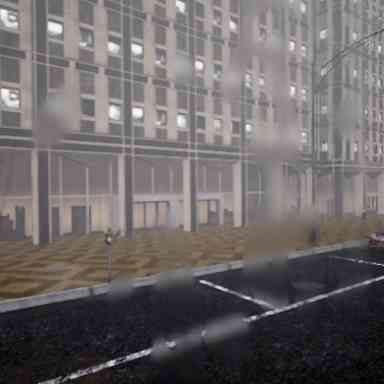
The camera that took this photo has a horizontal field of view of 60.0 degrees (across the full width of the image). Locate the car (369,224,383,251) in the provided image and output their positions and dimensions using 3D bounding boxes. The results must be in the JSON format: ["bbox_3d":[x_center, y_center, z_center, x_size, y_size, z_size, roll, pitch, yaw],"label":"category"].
[{"bbox_3d":[8.393,1.535,12.560,4.206,1.307,1.802,0,0,-36],"label":"car"}]
